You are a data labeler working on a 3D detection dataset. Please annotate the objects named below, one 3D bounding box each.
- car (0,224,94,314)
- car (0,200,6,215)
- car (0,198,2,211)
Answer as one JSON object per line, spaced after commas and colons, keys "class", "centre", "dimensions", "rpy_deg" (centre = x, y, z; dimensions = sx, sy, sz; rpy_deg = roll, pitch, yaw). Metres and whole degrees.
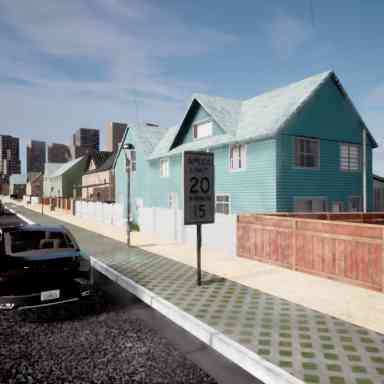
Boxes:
{"class": "car", "centre": [-3.703, 1.507, 7.710], "dimensions": [1.837, 1.490, 4.892], "rpy_deg": [0, 0, -32]}
{"class": "car", "centre": [-19.598, 1.504, 33.016], "dimensions": [2.128, 1.511, 4.902], "rpy_deg": [0, 0, -31]}
{"class": "car", "centre": [-25.161, 1.508, 41.765], "dimensions": [2.128, 1.511, 4.902], "rpy_deg": [0, 0, -32]}
